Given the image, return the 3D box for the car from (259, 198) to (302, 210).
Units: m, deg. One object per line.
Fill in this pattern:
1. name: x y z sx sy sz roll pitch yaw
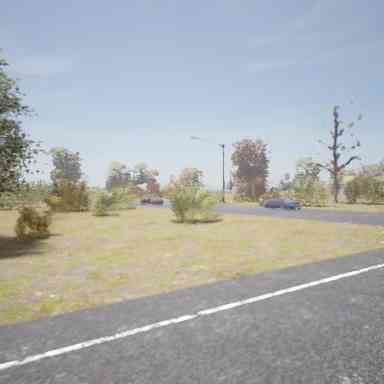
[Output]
1. car: 10.787 1.394 40.846 2.033 1.411 5.357 0 0 -37

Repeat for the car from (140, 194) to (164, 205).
1. car: -6.183 1.129 51.650 2.097 1.767 4.553 0 0 -37
